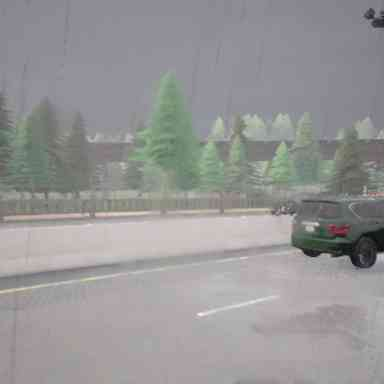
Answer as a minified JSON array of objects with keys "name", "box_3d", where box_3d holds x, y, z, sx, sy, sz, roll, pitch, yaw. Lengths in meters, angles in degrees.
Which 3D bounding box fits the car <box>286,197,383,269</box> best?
[{"name":"car","box_3d":[5.866,1.188,11.184,5.566,2.045,2.150,0,0,-29]}]

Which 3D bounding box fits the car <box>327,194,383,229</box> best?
[{"name":"car","box_3d":[11.842,1.157,21.917,5.566,2.045,2.150,0,0,-23]}]
